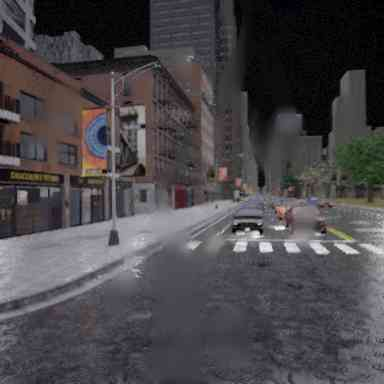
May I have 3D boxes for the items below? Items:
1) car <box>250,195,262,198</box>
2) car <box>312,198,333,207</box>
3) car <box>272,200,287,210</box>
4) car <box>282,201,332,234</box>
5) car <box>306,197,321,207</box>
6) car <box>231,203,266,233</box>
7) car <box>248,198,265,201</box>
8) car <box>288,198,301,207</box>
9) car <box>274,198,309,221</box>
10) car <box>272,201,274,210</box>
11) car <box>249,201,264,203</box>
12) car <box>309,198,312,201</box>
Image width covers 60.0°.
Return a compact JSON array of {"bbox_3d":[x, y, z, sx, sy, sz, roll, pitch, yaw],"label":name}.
[{"bbox_3d":[9.686,1.530,49.990,2.150,2.045,5.566,-1,-1,12],"label":"car"},{"bbox_3d":[19.632,1.793,49.643,1.895,1.301,4.718,-1,-1,12],"label":"car"},{"bbox_3d":[12.608,1.823,48.125,1.994,1.385,4.181,-1,-1,12],"label":"car"},{"bbox_3d":[6.781,1.566,20.133,1.882,1.535,5.008,-1,0,11],"label":"car"},{"bbox_3d":[21.654,1.731,59.369,1.882,1.535,5.008,-1,-1,12],"label":"car"},{"bbox_3d":[3.574,1.679,20.797,2.033,1.411,5.357,-1,0,12],"label":"car"},{"bbox_3d":[7.484,1.809,39.585,1.994,1.385,4.181,-1,0,11],"label":"car"},{"bbox_3d":[18.472,1.800,60.030,1.837,1.490,4.892,-1,-1,12],"label":"car"},{"bbox_3d":[8.598,1.494,29.007,2.097,1.767,4.553,-1,0,12],"label":"car"},{"bbox_3d":[10.554,1.747,38.391,2.033,1.411,5.357,-1,0,12],"label":"car"},{"bbox_3d":[5.447,1.749,29.817,1.994,1.385,4.181,-1,0,12],"label":"car"},{"bbox_3d":[16.444,1.760,50.276,1.812,1.442,4.674,-1,-1,12],"label":"car"}]
